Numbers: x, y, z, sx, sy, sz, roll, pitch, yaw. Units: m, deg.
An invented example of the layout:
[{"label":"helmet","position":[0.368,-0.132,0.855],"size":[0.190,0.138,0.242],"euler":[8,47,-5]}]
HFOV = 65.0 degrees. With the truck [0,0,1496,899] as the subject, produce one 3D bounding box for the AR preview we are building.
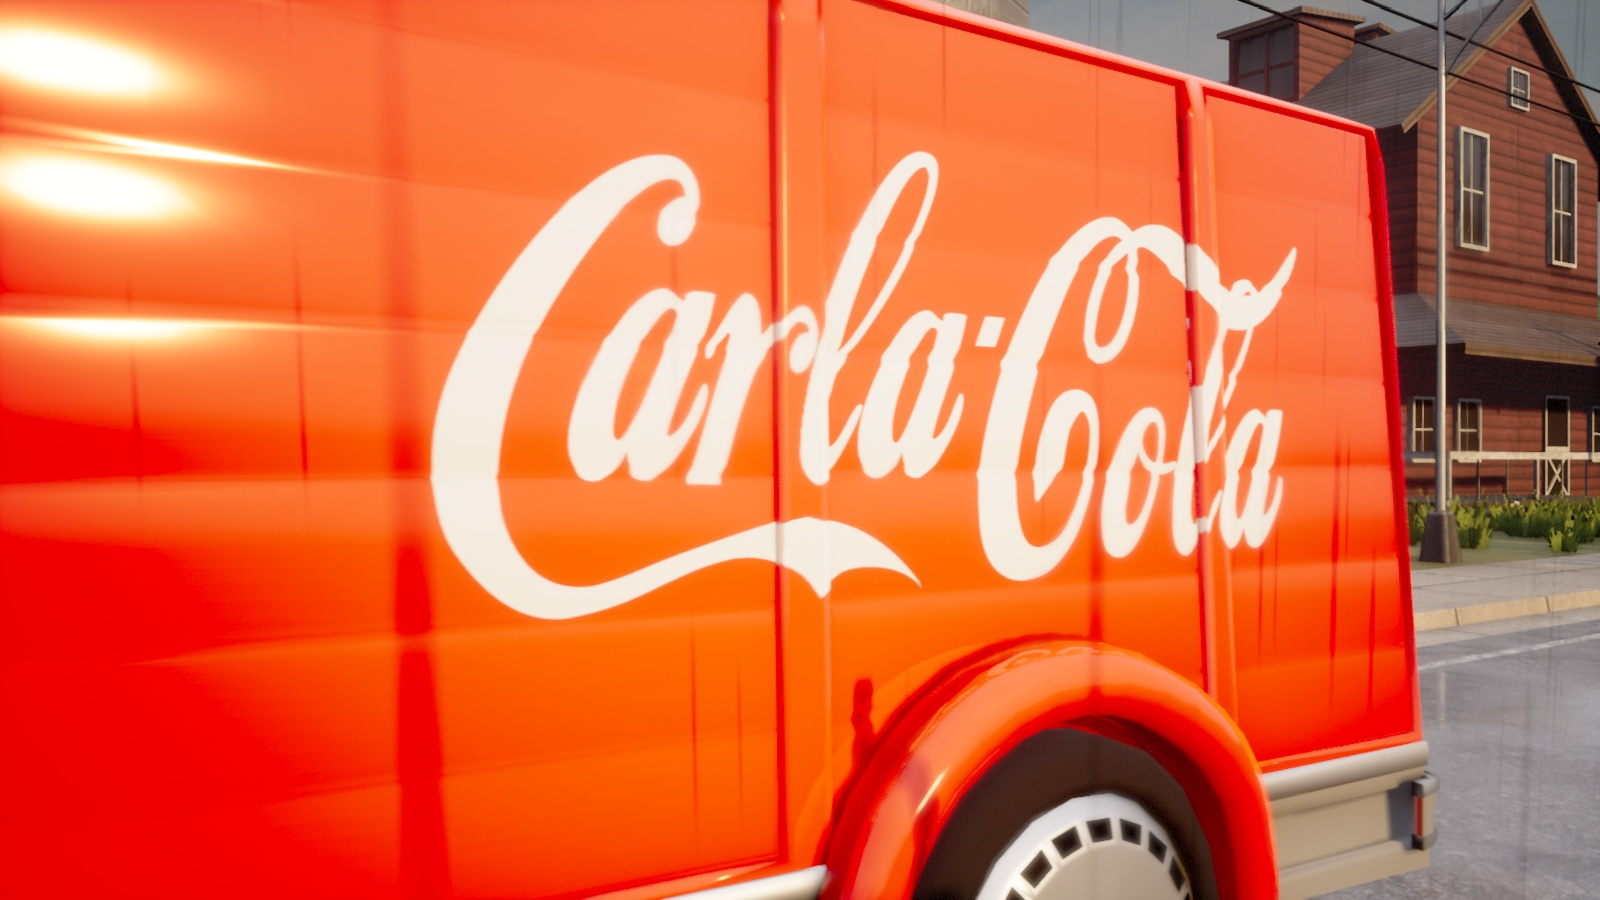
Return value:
[{"label":"truck","position":[-1.123,0.268,2.842],"size":[5.204,2.467,2.627],"euler":[0,0,-34]}]
